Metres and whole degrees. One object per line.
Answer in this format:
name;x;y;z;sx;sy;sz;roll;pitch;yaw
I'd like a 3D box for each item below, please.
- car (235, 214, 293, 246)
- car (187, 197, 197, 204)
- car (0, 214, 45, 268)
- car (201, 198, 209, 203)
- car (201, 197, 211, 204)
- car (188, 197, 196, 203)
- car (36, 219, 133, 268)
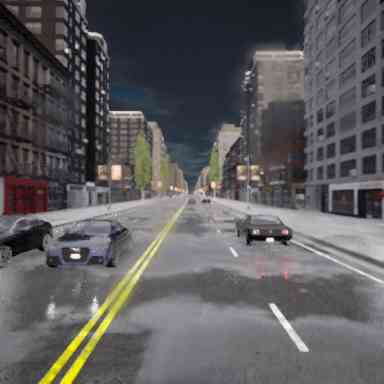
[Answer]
car;3.249;1.716;16.027;1.895;1.301;4.718;0;0;0
car;0.004;2.002;75.548;2.128;1.511;4.902;0;0;0
car;-6.542;1.564;11.571;2.128;1.511;4.902;0;0;1
car;3.255;2.123;85.993;1.895;1.301;4.718;0;0;0
car;3.254;1.959;75.548;1.882;1.535;5.008;0;0;0
car;0.005;2.001;85.964;1.882;1.535;5.008;0;0;0
car;-3.297;1.640;11.415;1.994;1.385;4.181;0;-1;0
